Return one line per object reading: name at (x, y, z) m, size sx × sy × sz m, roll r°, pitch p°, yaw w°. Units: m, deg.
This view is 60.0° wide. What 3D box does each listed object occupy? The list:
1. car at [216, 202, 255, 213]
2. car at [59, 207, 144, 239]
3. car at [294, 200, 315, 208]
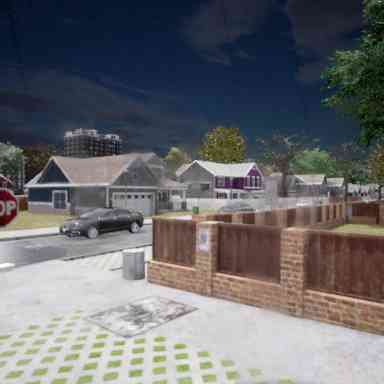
car at (3.971, 1.679, 29.943) m, size 1.837 × 1.490 × 4.892 m, roll 0°, pitch 0°, yaw 36°
car at (-4.723, 1.586, 17.963) m, size 1.837 × 1.490 × 4.892 m, roll 0°, pitch 0°, yaw 36°
car at (15.569, 1.850, 45.770) m, size 1.812 × 1.442 × 4.674 m, roll 0°, pitch 0°, yaw 36°
